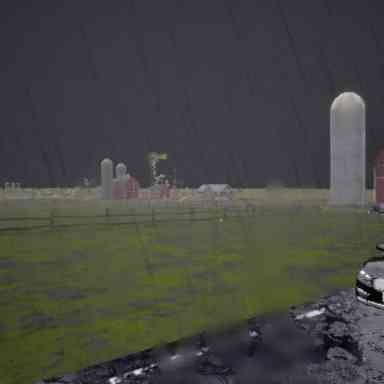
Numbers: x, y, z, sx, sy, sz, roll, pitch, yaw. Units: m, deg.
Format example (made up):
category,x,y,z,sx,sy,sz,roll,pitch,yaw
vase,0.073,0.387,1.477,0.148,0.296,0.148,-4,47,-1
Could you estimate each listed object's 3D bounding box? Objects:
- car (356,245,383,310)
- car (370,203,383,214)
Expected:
category,x,y,z,sx,sy,sz,roll,pitch,yaw
car,5.353,1.567,7.101,4.902,1.511,2.128,1,0,-38
car,25.274,2.147,43.813,1.994,1.385,4.181,0,-1,2
